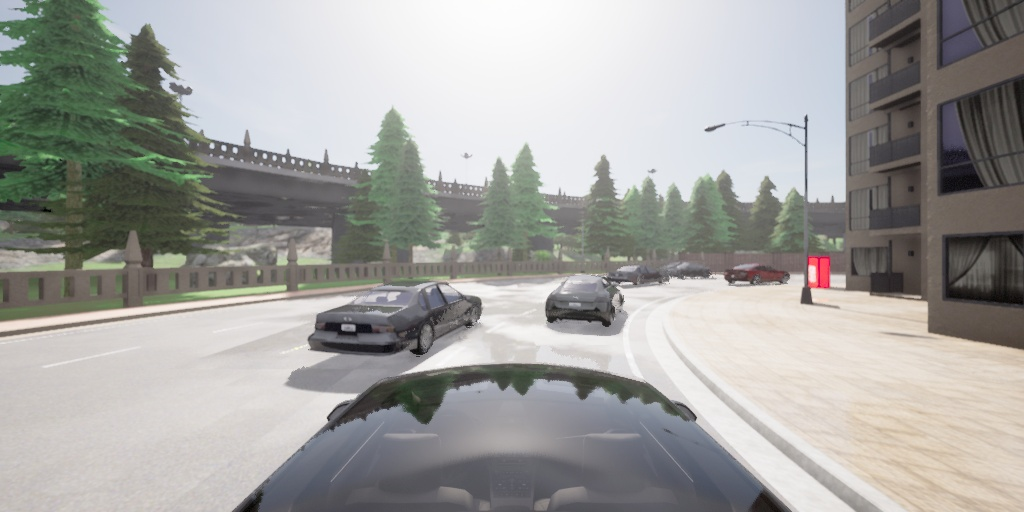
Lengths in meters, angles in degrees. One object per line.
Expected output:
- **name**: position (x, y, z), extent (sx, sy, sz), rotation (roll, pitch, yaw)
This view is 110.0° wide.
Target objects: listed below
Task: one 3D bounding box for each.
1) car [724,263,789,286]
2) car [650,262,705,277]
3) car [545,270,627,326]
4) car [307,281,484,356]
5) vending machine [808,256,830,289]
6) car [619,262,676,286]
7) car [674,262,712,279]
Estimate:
- **car**: position (17.954, 1.303, 26.248), extent (5.008, 1.535, 1.882), rotation (0, -1, -21)
- **car**: position (17.049, 1.345, 36.952), extent (4.902, 1.511, 2.128), rotation (0, 0, -14)
- **car**: position (2.537, 1.344, 12.003), extent (1.994, 1.385, 4.181), rotation (0, 0, 22)
- **car**: position (-2.304, 1.315, 8.751), extent (2.033, 1.411, 5.357), rotation (0, 0, 13)
- **vending machine**: position (18.298, 1.009, 21.496), extent (0.880, 2.100, 1.100), rotation (0, 0, -22)
- **car**: position (9.142, 1.366, 25.737), extent (5.357, 1.411, 2.033), rotation (0, 0, -36)
- **car**: position (16.151, 1.368, 33.097), extent (4.674, 1.442, 1.812), rotation (0, 0, -17)
